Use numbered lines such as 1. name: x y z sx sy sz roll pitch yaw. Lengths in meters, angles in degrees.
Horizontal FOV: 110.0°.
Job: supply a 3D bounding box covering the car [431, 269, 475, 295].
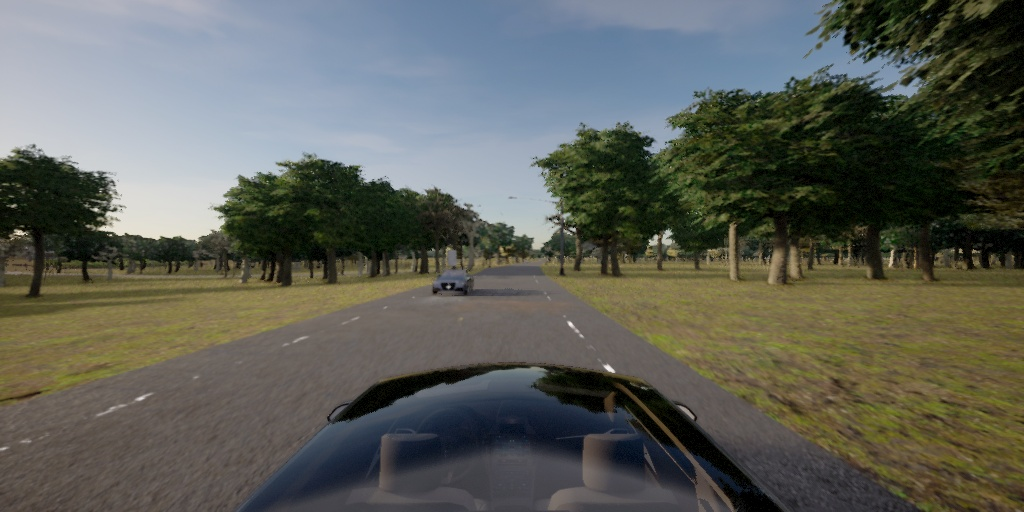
1. car: -3.383 1.490 21.215 1.994 1.385 4.181 0 -1 1
